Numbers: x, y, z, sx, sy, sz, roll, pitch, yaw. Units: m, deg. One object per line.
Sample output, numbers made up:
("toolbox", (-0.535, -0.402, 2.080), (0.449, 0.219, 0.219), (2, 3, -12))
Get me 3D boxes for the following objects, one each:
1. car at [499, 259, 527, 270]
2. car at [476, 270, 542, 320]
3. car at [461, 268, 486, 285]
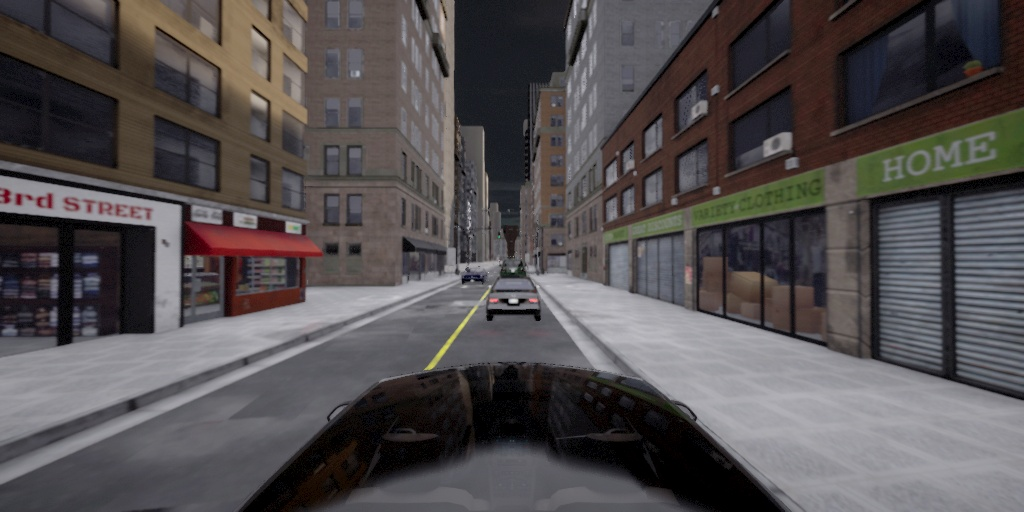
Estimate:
("car", (0.077, 1.264, 30.140), (2.150, 2.045, 5.566), (0, -1, 0))
("car", (0.066, 1.417, 13.218), (2.033, 1.411, 5.357), (0, -1, 0))
("car", (-3.080, 1.645, 30.094), (1.895, 1.301, 4.718), (0, -1, 0))
